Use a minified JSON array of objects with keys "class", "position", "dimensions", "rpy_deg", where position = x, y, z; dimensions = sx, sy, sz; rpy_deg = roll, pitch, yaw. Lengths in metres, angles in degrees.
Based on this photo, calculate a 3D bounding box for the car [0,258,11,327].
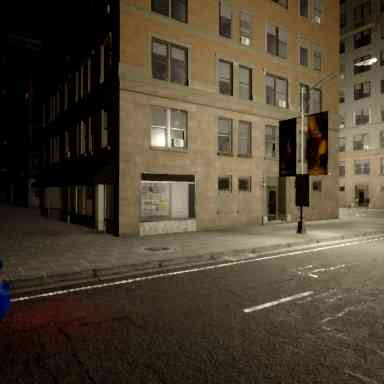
[{"class":"car","position":[-5.069,1.477,4.071],"dimensions":[5.008,1.535,1.882],"rpy_deg":[0,0,-35]}]
